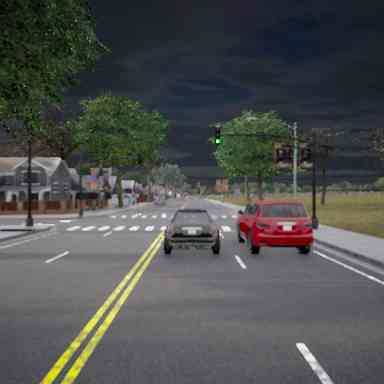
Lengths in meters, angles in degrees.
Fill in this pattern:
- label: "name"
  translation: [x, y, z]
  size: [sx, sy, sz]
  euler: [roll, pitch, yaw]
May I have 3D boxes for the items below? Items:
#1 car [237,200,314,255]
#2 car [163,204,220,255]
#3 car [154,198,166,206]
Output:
- label: "car"
  translation: [3.252, 1.343, 14.015]
  size: [2.150, 2.045, 5.566]
  euler: [0, 0, 0]
- label: "car"
  translation: [0.003, 1.477, 14.072]
  size: [2.097, 1.767, 4.553]
  euler: [0, -1, 0]
- label: "car"
  translation: [-6.496, 1.967, 68.605]
  size: [2.097, 1.767, 4.553]
  euler: [0, -1, 0]
